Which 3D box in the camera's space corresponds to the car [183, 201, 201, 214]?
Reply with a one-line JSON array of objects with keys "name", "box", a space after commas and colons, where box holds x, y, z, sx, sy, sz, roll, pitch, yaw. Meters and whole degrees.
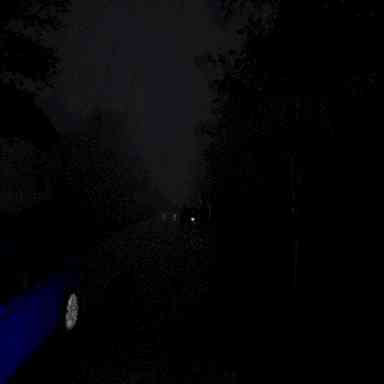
[{"name": "car", "box": [-0.029, 1.925, 42.818, 2.128, 1.511, 4.902, 0, -1, 0]}]

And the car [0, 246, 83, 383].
[{"name": "car", "box": [-2.860, 1.479, 3.891, 1.882, 1.535, 5.008, 0, 0, 0]}]

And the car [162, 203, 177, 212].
[{"name": "car", "box": [-2.985, 2.095, 45.576, 1.895, 1.301, 4.718, 0, -1, 0]}]

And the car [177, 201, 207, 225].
[{"name": "car", "box": [0.056, 1.646, 25.106, 1.837, 1.490, 4.892, 0, -1, 0]}]
